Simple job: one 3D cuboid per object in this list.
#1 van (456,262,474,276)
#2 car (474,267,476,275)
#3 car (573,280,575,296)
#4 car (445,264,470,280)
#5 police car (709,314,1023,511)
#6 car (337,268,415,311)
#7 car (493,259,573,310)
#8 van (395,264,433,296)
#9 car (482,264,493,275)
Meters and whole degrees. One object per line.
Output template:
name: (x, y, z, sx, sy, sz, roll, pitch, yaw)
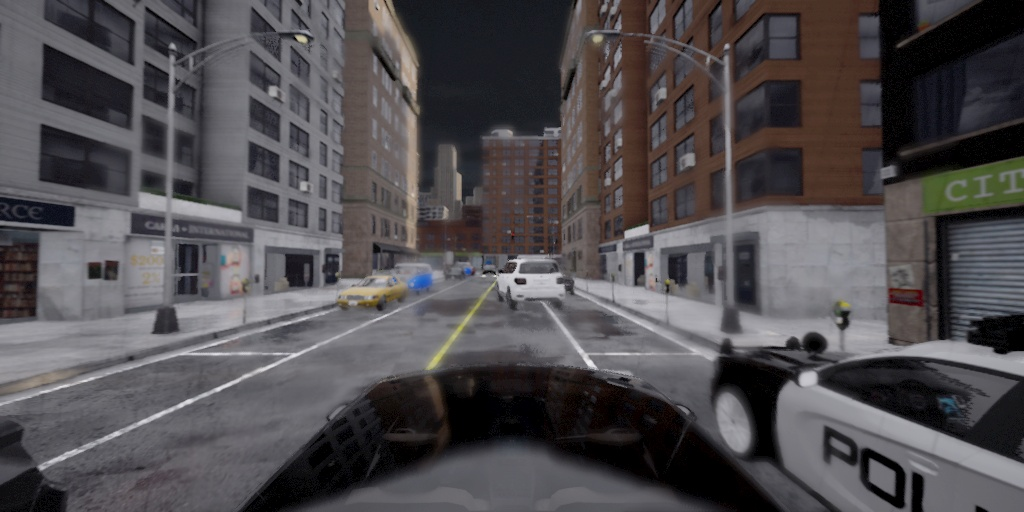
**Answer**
van: (-5.888, 1.654, 43.200, 1.690, 1.789, 3.998, 0, 0, 0)
car: (-5.892, 1.939, 48.682, 1.888, 1.381, 4.507, 0, 0, 0)
car: (2.654, 1.550, 21.278, 2.007, 1.370, 4.403, 0, 0, 0)
car: (-5.884, 1.799, 37.719, 1.948, 1.339, 4.313, 0, 0, 0)
police car: (3.133, 1.180, 2.118, 1.930, 1.638, 5.238, 0, -1, 0)
car: (-5.867, 1.452, 15.623, 1.751, 1.417, 4.829, 0, 0, 0)
car: (0.674, 1.152, 16.106, 2.150, 2.045, 5.566, 0, -1, -10)
van: (-5.871, 1.341, 21.275, 1.690, 1.789, 3.998, 0, 0, 0)
car: (-3.066, 1.925, 50.325, 1.837, 1.490, 4.892, 0, -1, 0)
